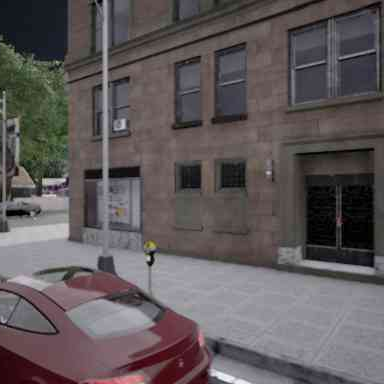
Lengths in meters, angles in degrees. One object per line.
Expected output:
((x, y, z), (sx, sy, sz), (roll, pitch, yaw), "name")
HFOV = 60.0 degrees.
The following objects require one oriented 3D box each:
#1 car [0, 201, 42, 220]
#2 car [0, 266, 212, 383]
((-15.374, 1.529, 28.410), (2.128, 1.511, 4.902), (0, 0, 34), "car")
((-1.746, 1.599, 4.057), (4.206, 1.307, 1.802), (0, 0, 36), "car")
